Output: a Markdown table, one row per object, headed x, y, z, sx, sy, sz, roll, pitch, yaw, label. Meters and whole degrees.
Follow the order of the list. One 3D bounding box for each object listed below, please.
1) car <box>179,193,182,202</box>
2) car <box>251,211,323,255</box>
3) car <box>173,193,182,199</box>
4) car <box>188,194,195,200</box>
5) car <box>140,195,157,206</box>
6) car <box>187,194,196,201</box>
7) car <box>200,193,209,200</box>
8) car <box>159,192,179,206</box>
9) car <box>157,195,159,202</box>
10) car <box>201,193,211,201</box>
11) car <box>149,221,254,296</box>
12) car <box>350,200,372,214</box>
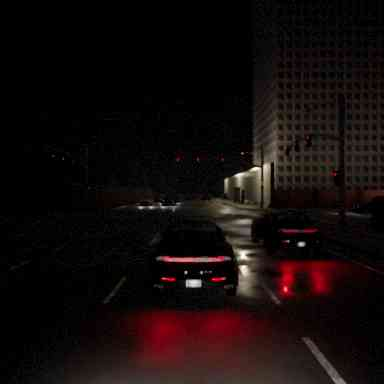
| x | y | z | sx | sy | sz | roll | pitch | yaw | label |
| --- | --- | --- | --- | --- | --- | --- | --- | --- | --- |
| -3.597 | 1.153 | 68.248 | 2.150 | 2.045 | 5.566 | 0 | 1 | 0 | car |
| 3.563 | 1.480 | 13.223 | 2.128 | 1.511 | 4.902 | 0 | 0 | 0 | car |
| -3.615 | 1.018 | 83.497 | 1.882 | 1.535 | 5.008 | 0 | 0 | 0 | car |
| -0.123 | 1.248 | 89.128 | 1.837 | 1.490 | 4.892 | 0 | 0 | 0 | car |
| -7.157 | 1.430 | 53.177 | 1.882 | 1.535 | 5.008 | 0 | 0 | 0 | car |
| -0.109 | 1.277 | 78.876 | 2.097 | 1.767 | 4.553 | 0 | 0 | 0 | car |
| 3.377 | 1.104 | 89.102 | 2.097 | 1.767 | 4.553 | 0 | 0 | 0 | car |
| -3.655 | 1.305 | 52.871 | 2.097 | 1.767 | 4.553 | 0 | 0 | 0 | car |
| -7.095 | 1.416 | 69.197 | 1.882 | 1.535 | 5.008 | 0 | 0 | 0 | car |
| 3.391 | 1.421 | 78.910 | 1.837 | 1.490 | 4.892 | 0 | 0 | 0 | car |
| 0.045 | 1.484 | 8.605 | 2.128 | 1.511 | 4.902 | 0 | 0 | 0 | car |
| 19.553 | 1.549 | 35.878 | 4.674 | 1.442 | 1.812 | 0 | 0 | 0 | car |
